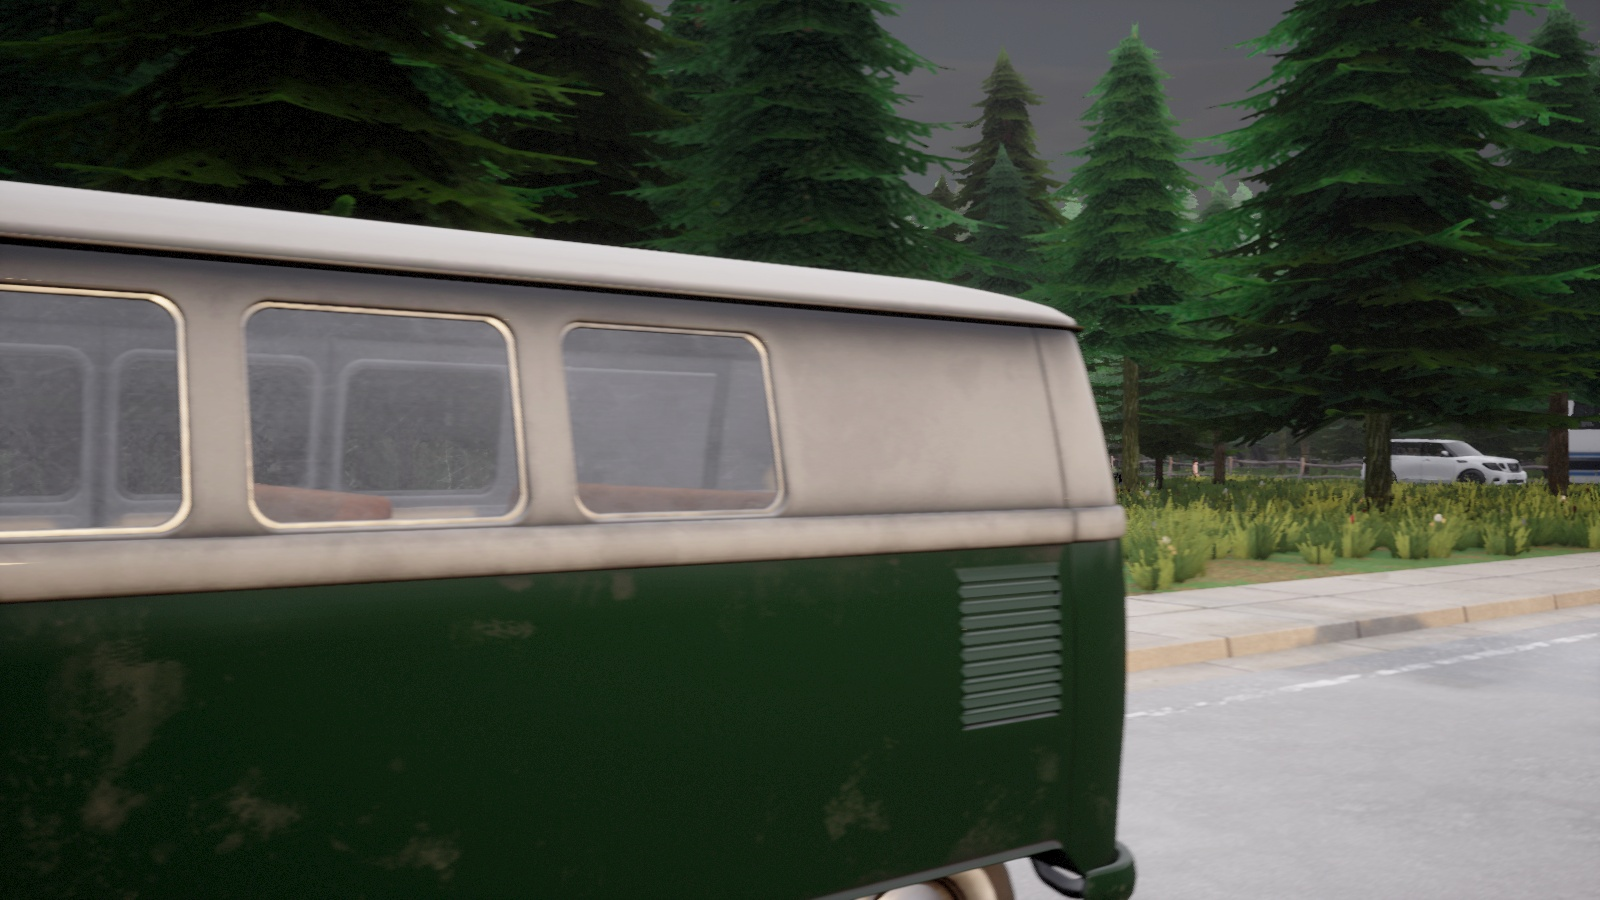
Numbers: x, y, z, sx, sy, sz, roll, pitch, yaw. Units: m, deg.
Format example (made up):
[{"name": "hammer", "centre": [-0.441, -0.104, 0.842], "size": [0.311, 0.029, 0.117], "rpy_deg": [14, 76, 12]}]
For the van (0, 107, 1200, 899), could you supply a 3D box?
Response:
[{"name": "van", "centre": [-1.274, 0.507, 2.776], "size": [4.442, 1.987, 1.775], "rpy_deg": [0, 0, -35]}]

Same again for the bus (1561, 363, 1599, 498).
[{"name": "bus", "centre": [29.084, -0.636, 37.411], "size": [3.944, 4.253, 10.273], "rpy_deg": [0, 0, -32]}]

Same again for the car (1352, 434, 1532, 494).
[{"name": "car", "centre": [23.503, 0.492, 46.206], "size": [2.150, 2.045, 5.566], "rpy_deg": [0, 0, -33]}]
